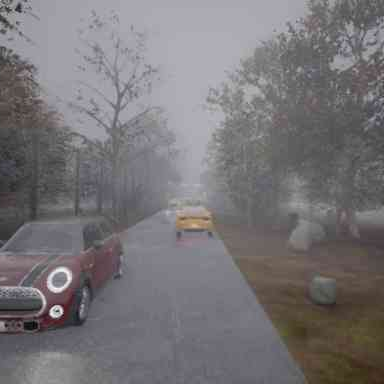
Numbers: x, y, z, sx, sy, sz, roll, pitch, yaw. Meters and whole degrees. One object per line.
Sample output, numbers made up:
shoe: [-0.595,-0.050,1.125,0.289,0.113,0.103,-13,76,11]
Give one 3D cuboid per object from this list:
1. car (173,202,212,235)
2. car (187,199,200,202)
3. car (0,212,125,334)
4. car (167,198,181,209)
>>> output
car: [0.125,1.568,19.429,1.882,1.535,5.008,0,0,0]
car: [0.202,1.572,39.927,2.097,1.767,4.553,0,0,0]
car: [-2.851,1.361,7.073,2.097,1.767,4.553,0,0,0]
car: [-2.592,1.676,49.448,1.882,1.535,5.008,0,0,0]
